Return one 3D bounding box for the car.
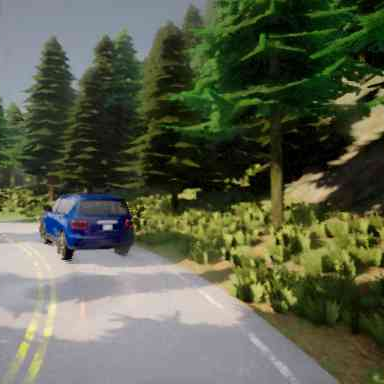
[{"bbox_3d":[-3.993,1.100,12.212,2.150,2.045,5.566,2,0,-33],"label":"car"}]
